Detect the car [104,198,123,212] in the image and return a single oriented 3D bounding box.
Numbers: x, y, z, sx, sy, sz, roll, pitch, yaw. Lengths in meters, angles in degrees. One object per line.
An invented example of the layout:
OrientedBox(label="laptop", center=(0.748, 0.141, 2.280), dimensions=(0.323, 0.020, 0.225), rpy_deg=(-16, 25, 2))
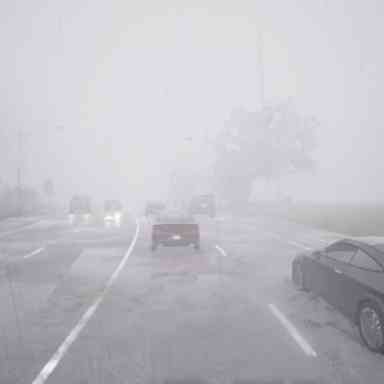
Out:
OrientedBox(label="car", center=(-9.270, 1.519, 38.942), dimensions=(2.128, 1.511, 4.902), rpy_deg=(0, 0, -16))

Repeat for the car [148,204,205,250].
OrientedBox(label="car", center=(-0.803, 1.485, 14.433), dimensions=(1.882, 1.535, 5.008), rpy_deg=(0, 0, -6))

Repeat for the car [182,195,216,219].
OrientedBox(label="car", center=(0.480, 1.235, 29.293), dimensions=(2.150, 2.045, 5.566), rpy_deg=(0, 0, -11))

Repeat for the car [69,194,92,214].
OrientedBox(label="car", center=(-12.319, 1.250, 36.963), dimensions=(2.150, 2.045, 5.566), rpy_deg=(0, 0, -16))

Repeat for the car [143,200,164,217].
OrientedBox(label="car", center=(-3.612, 1.497, 31.653), dimensions=(1.882, 1.535, 5.008), rpy_deg=(0, 0, -12))

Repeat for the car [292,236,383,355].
OrientedBox(label="car", center=(3.340, 1.521, 5.969), dimensions=(1.812, 1.442, 4.674), rpy_deg=(0, 0, -2))
